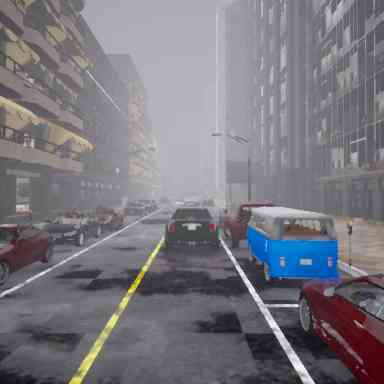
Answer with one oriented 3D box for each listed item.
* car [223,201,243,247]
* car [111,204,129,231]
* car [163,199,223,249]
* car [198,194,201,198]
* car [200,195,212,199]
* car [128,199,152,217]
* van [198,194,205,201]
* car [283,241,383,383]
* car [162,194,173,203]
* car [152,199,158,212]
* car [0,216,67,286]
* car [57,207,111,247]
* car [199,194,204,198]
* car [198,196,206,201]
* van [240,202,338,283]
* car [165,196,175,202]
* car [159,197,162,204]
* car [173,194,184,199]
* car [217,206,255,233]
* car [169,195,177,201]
[{"bbox_3d":[2.574,1.320,14.884,2.192,1.841,5.009,1,0,0],"label":"car"},{"bbox_3d":[-5.309,1.590,20.410,1.802,1.307,4.206,1,0,0],"label":"car"},{"bbox_3d":[0.000,1.372,14.621,2.097,1.767,4.553,0,0,0],"label":"car"},{"bbox_3d":[2.750,1.549,72.506,1.801,1.575,5.366,0,0,0],"label":"car"},{"bbox_3d":[2.571,1.617,53.633,1.947,1.339,4.313,0,0,0],"label":"car"},{"bbox_3d":[-5.309,1.562,31.482,1.887,1.381,4.507,1,0,0],"label":"car"},{"bbox_3d":[2.571,1.490,92.384,1.690,1.788,3.998,0,0,0],"label":"van"},{"bbox_3d":[2.572,1.581,3.814,1.802,1.307,4.206,1,0,0],"label":"car"},{"bbox_3d":[-5.309,1.515,64.697,1.967,1.590,4.097,0,0,0],"label":"car"},{"bbox_3d":[-5.308,1.464,37.018,1.967,1.590,4.097,1,0,0],"label":"car"},{"bbox_3d":[-5.309,1.584,9.337,1.802,1.307,4.206,1,0,0],"label":"car"},{"bbox_3d":[-5.309,1.555,14.873,2.008,1.369,4.403,1,0,0],"label":"car"},{"bbox_3d":[2.571,1.588,59.340,1.752,1.417,4.829,0,0,0],"label":"car"},{"bbox_3d":[2.570,1.658,87.019,1.752,1.417,4.829,0,0,0],"label":"car"},{"bbox_3d":[2.574,1.343,9.348,1.690,1.788,3.998,1,0,0],"label":"van"},{"bbox_3d":[-5.310,1.666,81.306,2.008,1.369,4.403,0,0,0],"label":"car"},{"bbox_3d":[-5.309,1.576,42.555,1.887,1.381,4.507,0,0,0],"label":"car"},{"bbox_3d":[-2.750,1.580,75.936,2.128,1.511,4.902,0,0,0],"label":"car"},{"bbox_3d":[2.571,1.590,20.420,1.802,1.307,4.206,0,0,0],"label":"car"},{"bbox_3d":[-5.309,1.589,92.377,1.967,1.590,4.097,0,0,0],"label":"car"}]
